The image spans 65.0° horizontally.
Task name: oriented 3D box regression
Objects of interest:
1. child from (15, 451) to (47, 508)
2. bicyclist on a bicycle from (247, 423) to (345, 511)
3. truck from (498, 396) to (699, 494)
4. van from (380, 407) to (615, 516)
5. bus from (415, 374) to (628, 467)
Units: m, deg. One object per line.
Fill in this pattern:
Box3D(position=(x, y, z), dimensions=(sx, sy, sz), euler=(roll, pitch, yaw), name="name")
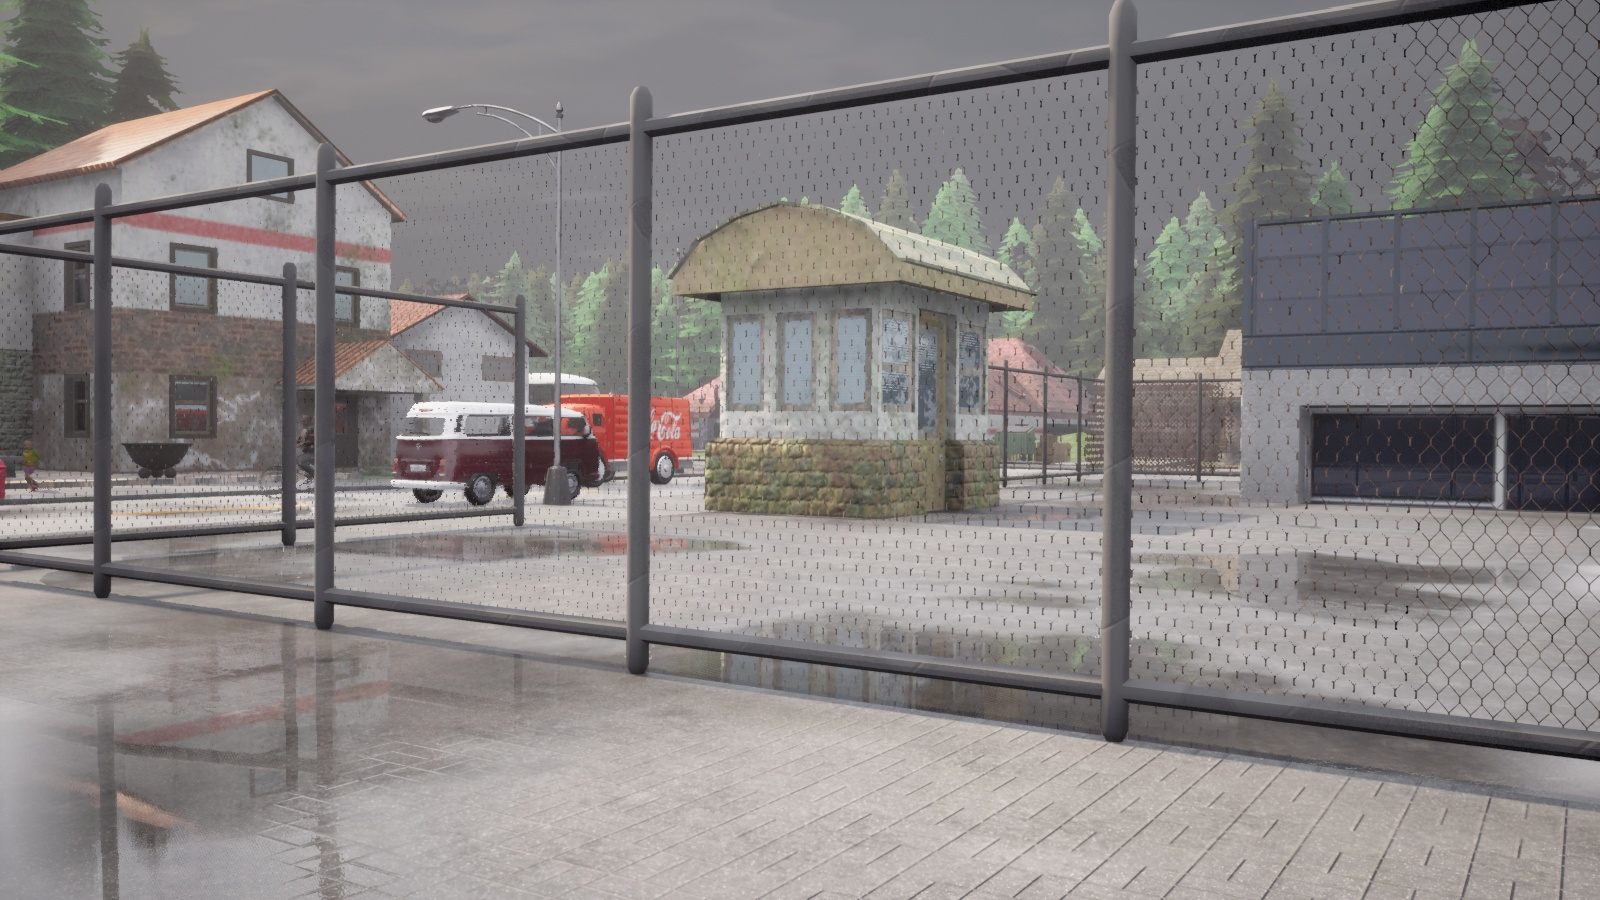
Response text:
Box3D(position=(-15.929, 0.604, 26.018), dimensions=(0.299, 1.160, 0.473), euler=(0, 1, 16), name="child")
Box3D(position=(-10.533, 0.338, 26.316), dimensions=(0.659, 1.776, 1.843), euler=(0, 1, 32), name="bicyclist on a bicycle")
Box3D(position=(-5.410, -0.177, 34.426), dimensions=(2.627, 2.467, 5.204), euler=(0, 1, 32), name="truck")
Box3D(position=(-6.104, 0.160, 25.857), dimensions=(2.069, 2.038, 4.480), euler=(0, 1, 33), name="van")
Box3D(position=(-13.741, -1.362, 61.640), dimensions=(10.273, 4.253, 3.944), euler=(0, 1, 31), name="bus")
